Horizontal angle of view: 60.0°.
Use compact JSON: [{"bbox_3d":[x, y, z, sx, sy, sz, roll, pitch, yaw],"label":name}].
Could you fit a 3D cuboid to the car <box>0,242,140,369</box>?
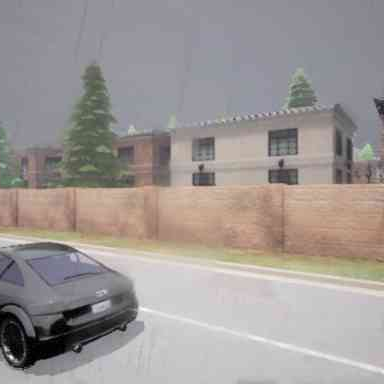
[{"bbox_3d":[-2.938,1.603,5.828,4.181,1.385,1.994,0,0,34],"label":"car"}]
